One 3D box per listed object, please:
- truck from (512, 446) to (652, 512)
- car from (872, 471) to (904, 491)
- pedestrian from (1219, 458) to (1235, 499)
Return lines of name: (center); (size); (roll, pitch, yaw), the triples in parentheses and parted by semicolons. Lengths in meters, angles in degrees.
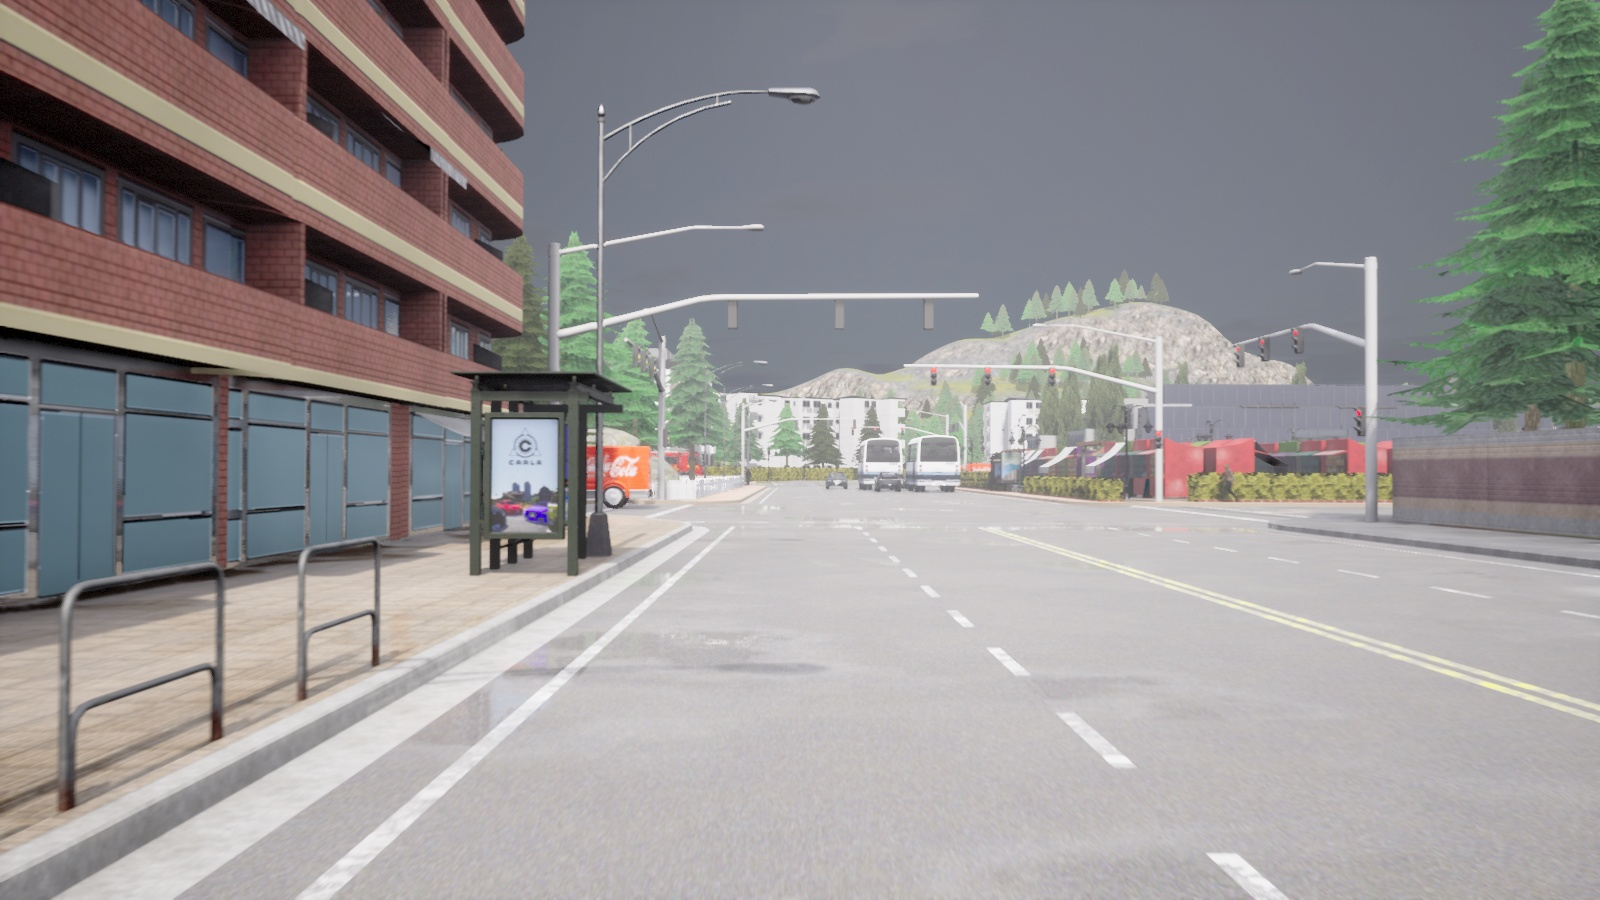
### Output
truck: (-8.552, 1.134, 49.713); (5.204, 2.467, 2.627); (0, -1, -4)
car: (6.746, 2.359, 96.490); (2.128, 1.511, 4.902); (0, -1, 0)
pedestrian: (19.500, 1.295, 57.352); (0.634, 1.846, 0.331); (0, -1, 3)
